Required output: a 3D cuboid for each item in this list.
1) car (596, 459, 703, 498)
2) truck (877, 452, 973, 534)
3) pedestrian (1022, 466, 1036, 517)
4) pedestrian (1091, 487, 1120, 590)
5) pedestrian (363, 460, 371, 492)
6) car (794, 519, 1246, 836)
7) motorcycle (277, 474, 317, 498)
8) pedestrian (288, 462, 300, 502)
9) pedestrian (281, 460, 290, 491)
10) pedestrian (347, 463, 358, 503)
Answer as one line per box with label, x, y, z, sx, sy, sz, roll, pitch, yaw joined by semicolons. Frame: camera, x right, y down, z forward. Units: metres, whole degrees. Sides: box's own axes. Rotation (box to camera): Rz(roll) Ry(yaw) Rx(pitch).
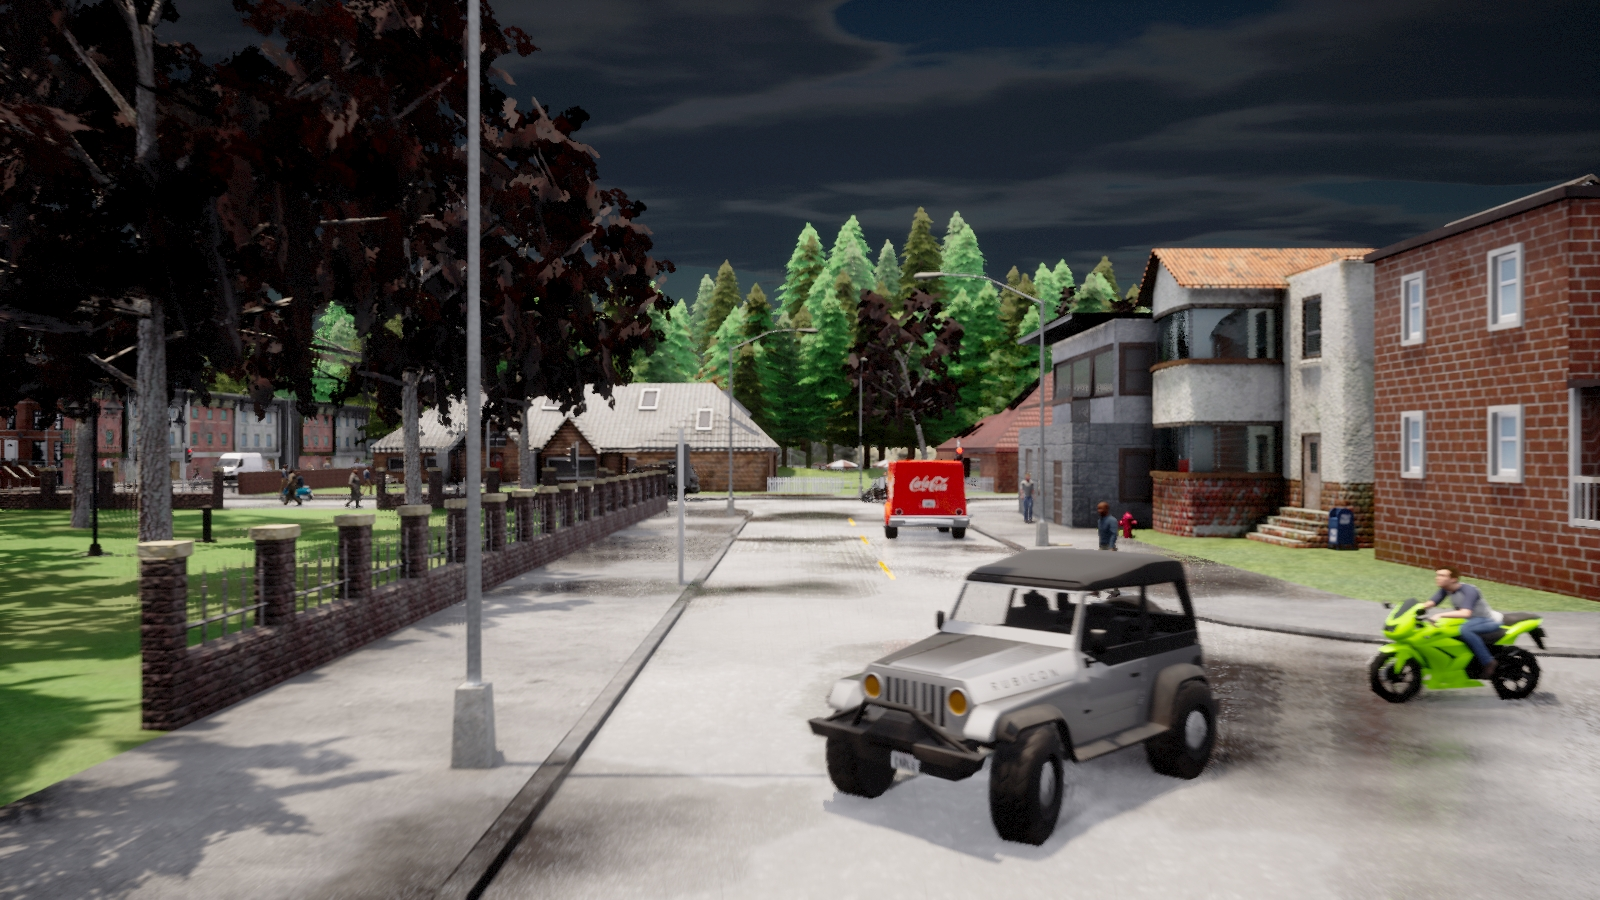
car;-8.182;1.555;62.375;5.566;2.045;2.150;0;0;0
truck;3.973;1.337;37.381;2.627;2.467;5.204;0;-1;1
pedestrian;8.373;1.516;41.827;0.375;1.860;0.375;0;0;-11
pedestrian;5.636;1.628;21.073;0.375;1.860;0.375;0;0;-18
pedestrian;-25.121;1.520;66.227;0.375;1.860;0.375;0;0;-11
car;1.996;1.638;9.650;3.866;1.878;1.905;0;0;-45
motorcycle;-27.453;1.959;62.384;1.805;1.236;0.856;0;0;0
pedestrian;-24.053;1.521;54.313;0.375;1.860;0.375;0;0;1
pedestrian;-30.532;1.514;67.794;0.375;1.860;0.375;0;0;-9
pedestrian;-20.784;1.523;53.052;0.375;1.860;0.375;0;0;-2
